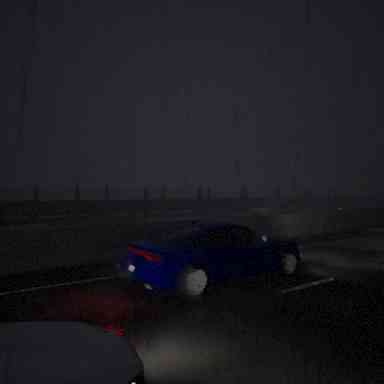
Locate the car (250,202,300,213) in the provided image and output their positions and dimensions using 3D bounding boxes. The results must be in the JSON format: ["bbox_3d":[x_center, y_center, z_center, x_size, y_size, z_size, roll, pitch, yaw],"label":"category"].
[{"bbox_3d":[6.433,1.521,25.769,4.674,1.442,1.812,0,0,-35],"label":"car"}]

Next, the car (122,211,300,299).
[{"bbox_3d":[0.714,1.476,8.554,5.008,1.535,1.882,0,0,-35],"label":"car"}]

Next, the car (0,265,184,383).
[{"bbox_3d":[-2.509,1.526,1.956,4.674,1.442,1.812,0,0,-35],"label":"car"}]

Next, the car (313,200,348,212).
[{"bbox_3d":[15.142,1.557,36.265,4.181,1.385,1.994,0,0,-35],"label":"car"}]
